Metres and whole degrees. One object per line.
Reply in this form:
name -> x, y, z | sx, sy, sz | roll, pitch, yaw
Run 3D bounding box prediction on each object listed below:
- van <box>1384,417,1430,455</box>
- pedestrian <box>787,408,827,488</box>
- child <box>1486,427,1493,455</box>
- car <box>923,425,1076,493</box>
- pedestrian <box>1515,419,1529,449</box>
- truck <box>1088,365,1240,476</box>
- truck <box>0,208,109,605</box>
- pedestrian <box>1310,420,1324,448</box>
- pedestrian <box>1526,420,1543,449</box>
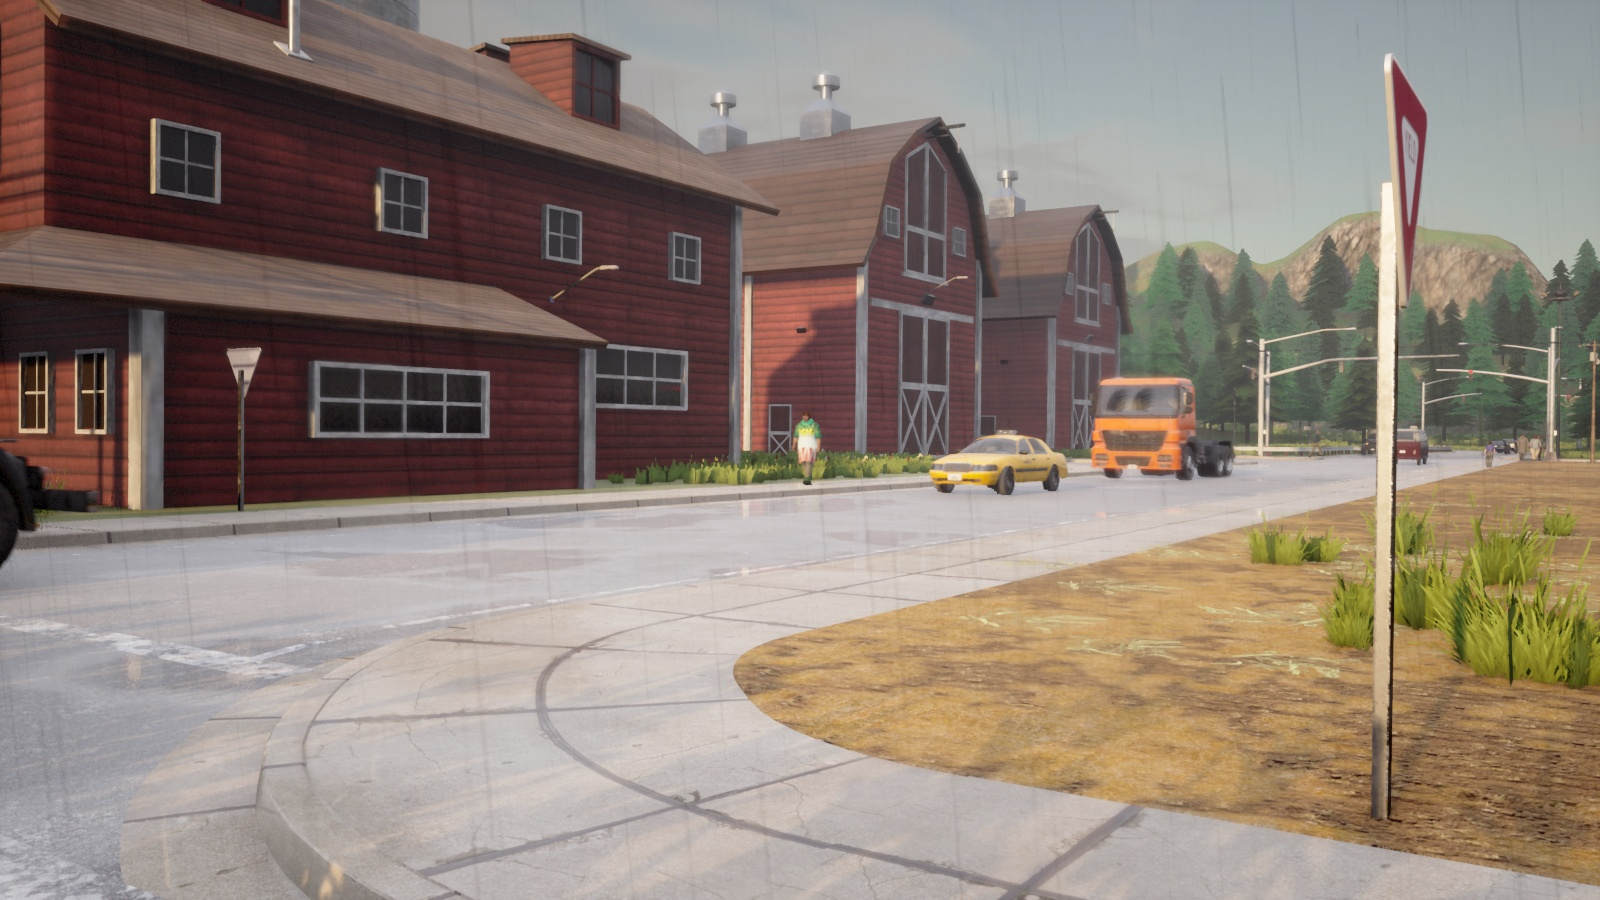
van -> 33.529, -0.797, 69.319 | 1.775, 1.987, 4.442 | 0, 1, 33
pedestrian -> 0.189, -0.063, 31.212 | 0.659, 1.952, 0.873 | 0, 1, 26
child -> 31.429, -0.420, 57.269 | 0.270, 1.263, 0.437 | 0, 1, 28
car -> 5.139, 0.165, 31.624 | 1.801, 1.575, 5.366 | 0, 1, 33
pedestrian -> 46.858, -1.027, 81.501 | 0.659, 1.952, 0.873 | 0, 1, 37
truck -> 12.778, -0.990, 43.507 | 2.891, 3.462, 7.936 | 0, 1, 33
truck -> -9.921, -0.307, 9.255 | 2.891, 3.462, 7.936 | 0, 1, 35
pedestrian -> 33.280, -1.031, 80.848 | 0.726, 1.842, 0.402 | 0, 1, 13
pedestrian -> 47.193, -1.003, 80.682 | 0.874, 1.855, 0.900 | 0, 1, 34
